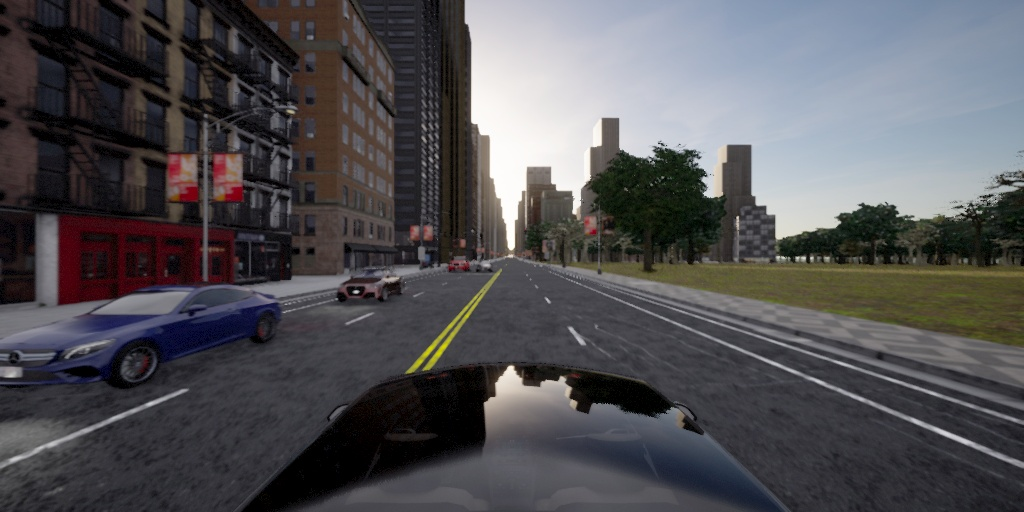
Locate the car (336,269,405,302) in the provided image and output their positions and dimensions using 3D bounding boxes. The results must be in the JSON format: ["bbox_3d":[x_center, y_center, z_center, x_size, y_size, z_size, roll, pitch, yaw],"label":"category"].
[{"bbox_3d":[-6.574,1.325,17.093,1.994,1.385,4.181,0,0,0],"label":"car"}]

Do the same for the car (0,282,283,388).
[{"bbox_3d":[-6.602,1.280,7.065,1.812,1.442,4.674,0,0,1],"label":"car"}]

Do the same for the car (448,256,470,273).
[{"bbox_3d":[-6.595,1.009,45.406,2.150,2.045,5.566,0,0,0],"label":"car"}]

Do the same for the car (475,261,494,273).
[{"bbox_3d":[-3.351,1.308,43.843,1.812,1.442,4.674,0,0,0],"label":"car"}]
